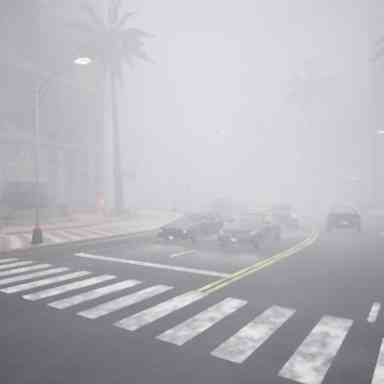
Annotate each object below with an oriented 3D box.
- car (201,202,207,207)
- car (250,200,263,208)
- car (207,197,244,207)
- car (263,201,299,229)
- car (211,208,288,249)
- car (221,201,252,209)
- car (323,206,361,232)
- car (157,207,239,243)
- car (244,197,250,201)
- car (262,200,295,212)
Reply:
[{"bbox_3d":[3.445,2.041,56.464,2.097,1.767,4.553,0,-1,-33],"label":"car"},{"bbox_3d":[7.679,1.835,33.842,1.882,1.535,5.008,-1,-1,-4],"label":"car"},{"bbox_3d":[3.734,1.678,38.422,2.150,2.045,5.566,0,-1,-12],"label":"car"},{"bbox_3d":[6.417,1.595,23.812,2.097,1.767,4.553,-1,-1,14],"label":"car"},{"bbox_3d":[2.884,1.701,15.653,1.812,1.442,4.674,-1,-1,30],"label":"car"},{"bbox_3d":[3.802,1.811,27.737,2.128,1.511,4.902,-1,-1,8],"label":"car"},{"bbox_3d":[9.694,1.659,21.657,1.882,1.535,5.008,-1,-1,19],"label":"car"},{"bbox_3d":[0.379,1.778,17.980,2.033,1.411,5.357,-1,-1,31],"label":"car"},{"bbox_3d":[7.728,1.868,56.640,2.150,2.045,5.566,0,-1,-32],"label":"car"},{"bbox_3d":[12.181,1.973,47.251,2.128,1.511,4.902,0,-1,-20],"label":"car"}]
